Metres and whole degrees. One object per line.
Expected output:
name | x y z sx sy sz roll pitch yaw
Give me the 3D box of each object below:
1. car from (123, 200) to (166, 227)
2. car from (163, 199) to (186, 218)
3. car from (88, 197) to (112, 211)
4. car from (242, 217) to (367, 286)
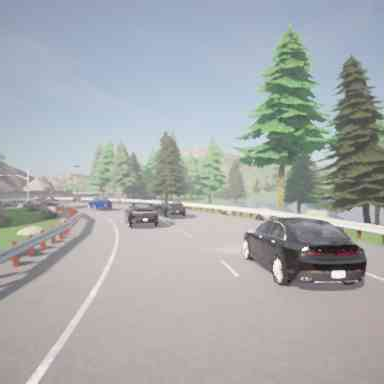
car | -3.424 1.407 21.954 2.128 1.511 4.902 0 0 -16
car | -1.987 1.371 28.679 2.128 1.511 4.902 0 0 -20
car | -10.996 1.347 39.657 1.882 1.535 5.008 0 0 -30
car | 2.774 1.450 9.291 1.837 1.490 4.892 0 0 -6
